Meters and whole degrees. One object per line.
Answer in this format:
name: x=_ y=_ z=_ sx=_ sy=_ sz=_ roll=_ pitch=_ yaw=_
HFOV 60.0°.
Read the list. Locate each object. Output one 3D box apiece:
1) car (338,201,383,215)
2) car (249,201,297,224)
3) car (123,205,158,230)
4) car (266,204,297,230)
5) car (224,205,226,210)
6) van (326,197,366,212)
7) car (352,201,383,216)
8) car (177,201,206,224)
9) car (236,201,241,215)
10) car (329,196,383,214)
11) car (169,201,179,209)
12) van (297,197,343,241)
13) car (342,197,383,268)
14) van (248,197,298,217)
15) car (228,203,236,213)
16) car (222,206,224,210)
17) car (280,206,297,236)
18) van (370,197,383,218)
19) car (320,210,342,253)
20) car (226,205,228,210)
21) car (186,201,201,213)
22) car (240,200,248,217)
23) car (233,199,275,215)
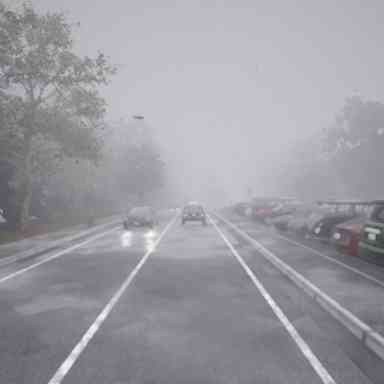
car: x=20.011 y=1.793 z=38.434 sx=5.366 sy=1.575 sz=1.946 roll=0 pitch=-1 yaw=0
car: x=7.098 y=1.630 z=24.796 sx=5.008 sy=1.535 sz=2.097 roll=0 pitch=-1 yaw=0
car: x=-3.333 y=1.644 z=22.265 sx=1.812 sy=1.442 sz=4.674 roll=0 pitch=-1 yaw=0
car: x=7.052 y=1.592 z=19.245 sx=4.792 sy=1.488 sz=2.163 roll=0 pitch=-1 yaw=0
car: x=7.132 y=1.893 z=44.219 sx=4.892 sy=1.521 sz=2.231 roll=0 pitch=-1 yaw=0
van: x=20.324 y=1.662 z=44.097 sx=4.442 sy=1.987 sz=1.878 roll=0 pitch=-1 yaw=0
car: x=20.185 y=1.762 z=35.667 sx=4.892 sy=1.521 sz=2.231 roll=0 pitch=-1 yaw=0
car: x=0.121 y=1.708 z=26.166 sx=2.033 sy=1.411 sz=5.357 roll=0 pitch=-1 yaw=0
car: x=7.136 y=1.761 z=33.123 sx=4.792 sy=1.488 sz=2.163 roll=0 pitch=-1 yaw=0
car: x=20.229 y=1.585 z=41.206 sx=5.566 sy=2.045 sz=2.435 roll=0 pitch=-1 yaw=0
car: x=-3.213 y=2.472 z=63.406 sx=2.128 sy=1.511 sz=4.902 roll=0 pitch=-2 yaw=1
van: x=6.956 y=1.269 z=13.695 sx=4.442 sy=1.987 sz=1.878 roll=0 pitch=-1 yaw=0
car: x=7.091 y=1.192 z=8.158 sx=5.566 sy=2.045 sz=2.435 roll=0 pitch=0 yaw=0
van: x=7.214 y=1.438 z=27.574 sx=4.442 sy=1.987 sz=1.878 roll=0 pitch=-1 yaw=0
car: x=7.084 y=1.514 z=35.903 sx=5.566 sy=2.045 sz=2.435 roll=0 pitch=-1 yaw=0
car: x=6.946 y=1.946 z=46.988 sx=5.366 sy=1.575 sz=1.946 roll=0 pitch=-1 yaw=0
car: x=7.080 y=1.569 z=16.467 sx=4.674 sy=1.452 sz=2.002 roll=0 pitch=-1 yaw=0
van: x=20.303 y=1.501 z=32.899 sx=4.442 sy=1.987 sz=1.878 roll=0 pitch=-1 yaw=0
car: x=7.097 y=1.491 z=10.909 sx=4.792 sy=1.488 sz=2.163 roll=0 pitch=0 yaw=0
car: x=7.128 y=1.842 z=41.447 sx=5.008 sy=1.535 sz=2.097 roll=0 pitch=-1 yaw=0
car: x=0.142 y=1.930 z=42.886 sx=1.812 sy=1.442 sz=4.674 roll=0 pitch=-1 yaw=0
car: x=7.105 y=1.738 z=30.347 sx=4.674 sy=1.452 sz=2.002 roll=0 pitch=-1 yaw=0
car: x=7.148 y=1.676 z=38.673 sx=4.553 sy=1.767 sz=2.185 roll=0 pitch=-1 yaw=0
